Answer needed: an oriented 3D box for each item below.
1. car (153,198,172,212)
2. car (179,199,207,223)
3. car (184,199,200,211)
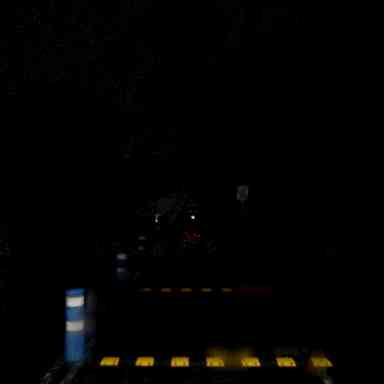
[{"bbox_3d":[-3.432,1.511,39.186,2.128,1.511,4.902,0,0,0],"label":"car"},{"bbox_3d":[0.067,1.531,26.190,1.837,1.490,4.892,0,1,0],"label":"car"},{"bbox_3d":[-0.003,1.575,42.293,1.994,1.385,4.181,0,0,0],"label":"car"}]
